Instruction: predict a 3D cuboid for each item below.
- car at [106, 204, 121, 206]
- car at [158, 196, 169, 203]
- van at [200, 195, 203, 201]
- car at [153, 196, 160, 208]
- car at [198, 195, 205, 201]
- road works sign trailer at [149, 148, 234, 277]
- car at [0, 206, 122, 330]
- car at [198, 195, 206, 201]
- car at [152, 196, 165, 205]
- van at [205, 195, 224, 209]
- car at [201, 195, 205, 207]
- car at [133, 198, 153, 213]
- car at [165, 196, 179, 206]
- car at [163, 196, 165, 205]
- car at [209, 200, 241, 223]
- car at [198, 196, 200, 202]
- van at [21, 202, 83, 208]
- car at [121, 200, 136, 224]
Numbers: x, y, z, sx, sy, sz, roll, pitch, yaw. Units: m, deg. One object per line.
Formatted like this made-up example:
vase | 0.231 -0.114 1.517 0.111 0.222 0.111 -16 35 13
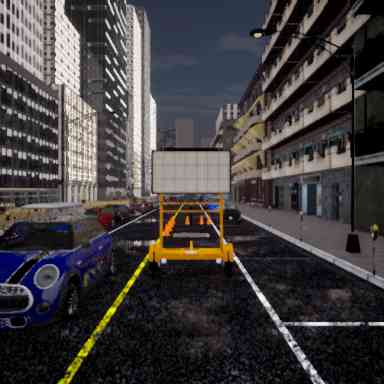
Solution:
car | -5.734 1.539 19.319 1.887 1.381 4.507 0 0 0
car | -5.838 1.585 69.025 1.947 1.339 4.313 0 0 0
van | 2.577 1.348 52.473 1.690 1.788 3.998 0 0 0
car | -5.792 1.553 46.933 2.008 1.369 4.403 0 0 0
car | 2.495 1.574 91.304 1.752 1.417 4.829 0 0 0
road works sign trailer | -0.022 0.461 10.183 2.380 3.560 2.880 0 0 0
car | -3.115 1.349 7.195 2.097 1.767 4.553 0 0 0
car | 2.508 1.565 85.780 1.752 1.417 4.829 0 0 0
car | -5.815 1.451 57.980 1.967 1.590 4.097 0 0 0
van | 2.612 1.337 35.905 1.690 1.788 3.998 0 0 0
car | 2.589 1.547 46.950 1.887 1.381 4.507 0 0 0
car | -5.769 1.437 35.889 1.967 1.590 4.097 0 0 0
car | -3.115 1.537 54.121 1.812 1.442 4.674 0 0 0
car | -5.803 1.557 52.456 2.008 1.369 4.403 0 0 0
car | 2.636 1.545 24.860 2.008 1.369 4.403 0 0 0
car | 2.520 1.598 80.088 1.947 1.339 4.313 0 0 0
van | -5.723 1.336 13.796 1.690 1.788 3.998 0 0 0
car | -5.745 1.560 24.842 1.947 1.339 4.313 0 0 0
